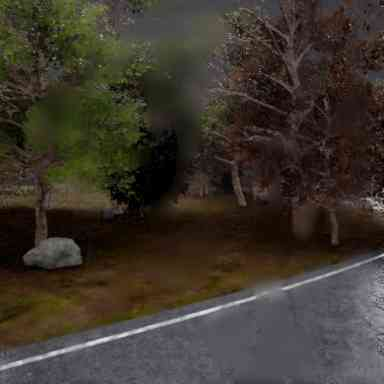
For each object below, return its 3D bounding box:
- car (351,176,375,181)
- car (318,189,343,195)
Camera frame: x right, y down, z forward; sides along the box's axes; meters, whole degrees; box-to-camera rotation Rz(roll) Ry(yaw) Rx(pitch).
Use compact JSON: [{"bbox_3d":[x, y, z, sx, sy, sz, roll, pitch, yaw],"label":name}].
[{"bbox_3d":[35.298,-2.704,67.903,5.008,1.535,1.882,-3,3,2],"label":"car"},{"bbox_3d":[17.729,-0.159,43.741,1.895,1.301,4.718,-5,3,-18],"label":"car"}]
